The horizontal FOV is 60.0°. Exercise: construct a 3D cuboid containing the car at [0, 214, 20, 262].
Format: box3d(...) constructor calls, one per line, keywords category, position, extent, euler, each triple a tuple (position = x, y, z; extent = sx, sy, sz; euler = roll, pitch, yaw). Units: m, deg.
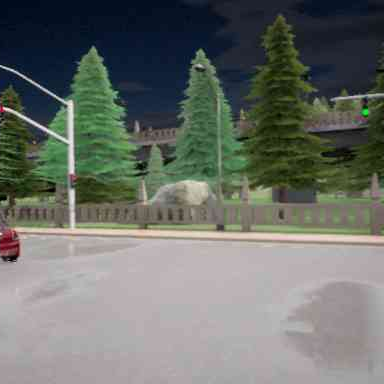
box3d(category="car", position=(-7.904, 1.470, 11.169), extent=(4.553, 1.767, 2.097), euler=(-1, 0, 31))
